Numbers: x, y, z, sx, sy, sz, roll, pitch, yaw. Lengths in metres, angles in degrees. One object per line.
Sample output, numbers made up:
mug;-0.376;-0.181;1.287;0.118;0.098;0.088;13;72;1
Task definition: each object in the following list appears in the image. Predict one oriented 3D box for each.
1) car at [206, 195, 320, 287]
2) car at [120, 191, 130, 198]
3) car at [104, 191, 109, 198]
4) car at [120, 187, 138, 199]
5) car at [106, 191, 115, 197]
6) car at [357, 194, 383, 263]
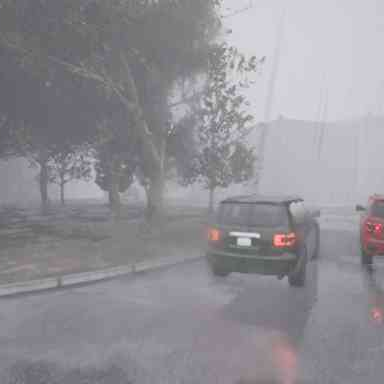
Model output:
car;2.256;1.089;9.392;2.150;2.045;5.566;1;1;26
car;-14.274;0.519;70.623;2.033;1.411;5.357;0;0;-12
car;-17.397;0.464;69.667;1.882;1.535;5.008;0;0;-12
car;-10.382;0.116;55.872;2.150;2.045;5.566;0;0;-17
car;-19.608;0.480;80.416;1.882;1.535;5.008;0;0;-12
car;6.696;1.067;10.846;2.150;2.045;5.566;1;2;26
